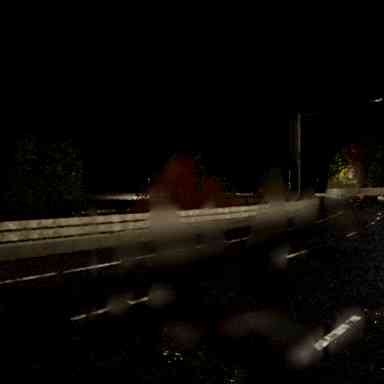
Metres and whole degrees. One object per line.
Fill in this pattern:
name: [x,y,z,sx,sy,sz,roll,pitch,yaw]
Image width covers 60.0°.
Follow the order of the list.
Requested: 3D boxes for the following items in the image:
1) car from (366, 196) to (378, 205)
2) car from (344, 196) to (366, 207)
car: [29.356,1.369,55.161,1.837,1.490,4.892,0,-1,15]
car: [23.794,1.392,49.057,1.837,1.490,4.892,0,0,17]
